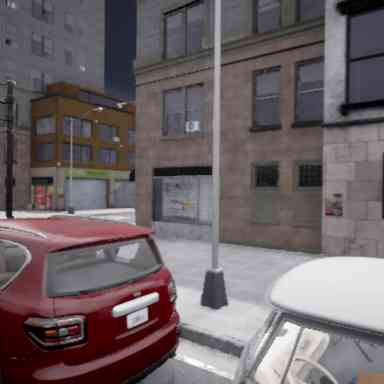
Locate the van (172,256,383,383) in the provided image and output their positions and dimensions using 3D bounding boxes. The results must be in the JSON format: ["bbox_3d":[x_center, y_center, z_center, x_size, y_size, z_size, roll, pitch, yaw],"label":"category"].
[{"bbox_3d":[2.014,1.354,1.368,3.998,1.788,1.690,1,1,36],"label":"van"}]

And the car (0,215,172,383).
[{"bbox_3d":[-2.461,1.254,4.583,5.009,1.841,2.192,1,1,36],"label":"car"}]
